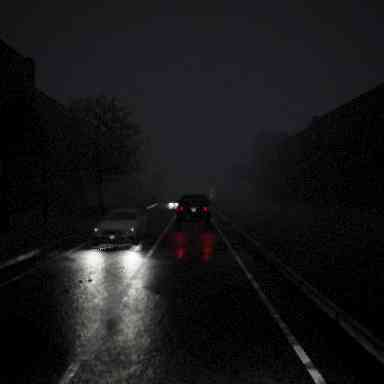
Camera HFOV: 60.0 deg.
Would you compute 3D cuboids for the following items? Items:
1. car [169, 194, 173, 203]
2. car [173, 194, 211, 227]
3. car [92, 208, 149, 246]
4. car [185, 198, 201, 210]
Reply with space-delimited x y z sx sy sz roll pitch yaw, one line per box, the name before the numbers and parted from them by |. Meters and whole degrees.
car | -3.009 1.119 58.605 2.128 1.511 4.902 0 1 1
car | 0.109 1.139 22.243 2.150 2.045 5.566 0 0 0
car | -3.077 1.460 15.132 1.812 1.442 4.674 0 0 0
car | 0.127 1.413 41.989 1.895 1.301 4.718 0 1 0
